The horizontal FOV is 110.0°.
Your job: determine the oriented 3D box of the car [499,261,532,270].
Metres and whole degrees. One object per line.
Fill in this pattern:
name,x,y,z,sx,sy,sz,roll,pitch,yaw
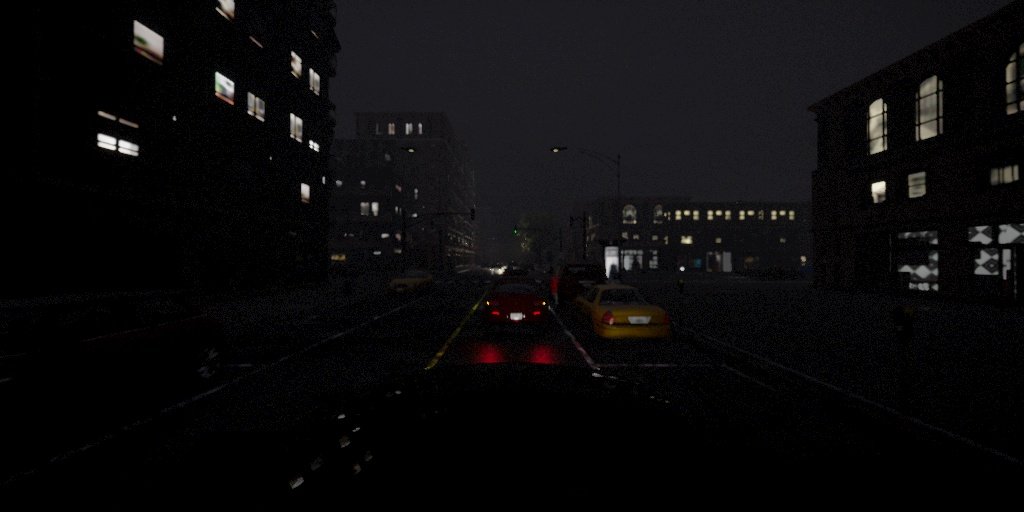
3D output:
car,0.398,1.414,28.078,1.882,1.535,5.008,0,0,4

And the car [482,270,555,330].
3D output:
car,0.101,1.343,11.232,1.812,1.442,4.674,0,0,0

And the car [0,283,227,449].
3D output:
car,-5.690,1.207,4.177,1.967,1.591,4.097,0,0,0

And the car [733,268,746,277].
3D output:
car,28.491,1.711,41.131,5.357,1.411,2.033,0,0,0

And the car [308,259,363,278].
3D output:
car,-17.265,1.248,35.030,5.009,1.841,2.192,0,0,0

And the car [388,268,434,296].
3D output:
car,-5.685,1.410,20.626,1.751,1.417,4.829,0,0,0

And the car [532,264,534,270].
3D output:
car,2.709,1.732,58.742,2.007,1.370,4.403,0,0,0

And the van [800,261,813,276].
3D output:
van,37.150,1.565,43.777,3.998,1.789,1.690,0,0,0

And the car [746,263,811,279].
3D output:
car,26.158,1.657,35.270,4.507,1.381,1.888,0,0,0

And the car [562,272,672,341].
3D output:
car,2.693,1.332,9.883,1.751,1.417,4.829,0,0,0

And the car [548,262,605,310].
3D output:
car,2.695,1.160,15.253,2.192,1.841,5.009,0,0,0
